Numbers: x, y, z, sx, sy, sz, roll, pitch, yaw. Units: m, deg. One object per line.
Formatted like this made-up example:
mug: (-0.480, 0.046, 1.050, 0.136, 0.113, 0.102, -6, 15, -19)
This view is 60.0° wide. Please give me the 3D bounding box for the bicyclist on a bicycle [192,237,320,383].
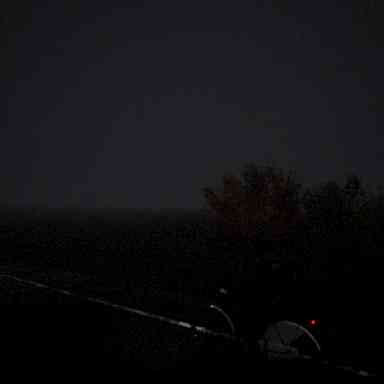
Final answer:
bicyclist on a bicycle: (0.741, 1.481, 4.442, 1.843, 1.776, 0.659, 0, -1, 35)
